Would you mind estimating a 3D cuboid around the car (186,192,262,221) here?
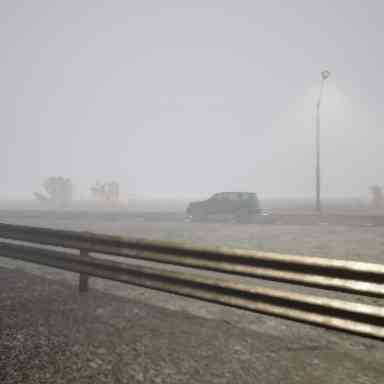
[{"bbox_3d":[2.365,0.991,24.712,5.566,2.045,2.150,0,0,16],"label":"car"}]
